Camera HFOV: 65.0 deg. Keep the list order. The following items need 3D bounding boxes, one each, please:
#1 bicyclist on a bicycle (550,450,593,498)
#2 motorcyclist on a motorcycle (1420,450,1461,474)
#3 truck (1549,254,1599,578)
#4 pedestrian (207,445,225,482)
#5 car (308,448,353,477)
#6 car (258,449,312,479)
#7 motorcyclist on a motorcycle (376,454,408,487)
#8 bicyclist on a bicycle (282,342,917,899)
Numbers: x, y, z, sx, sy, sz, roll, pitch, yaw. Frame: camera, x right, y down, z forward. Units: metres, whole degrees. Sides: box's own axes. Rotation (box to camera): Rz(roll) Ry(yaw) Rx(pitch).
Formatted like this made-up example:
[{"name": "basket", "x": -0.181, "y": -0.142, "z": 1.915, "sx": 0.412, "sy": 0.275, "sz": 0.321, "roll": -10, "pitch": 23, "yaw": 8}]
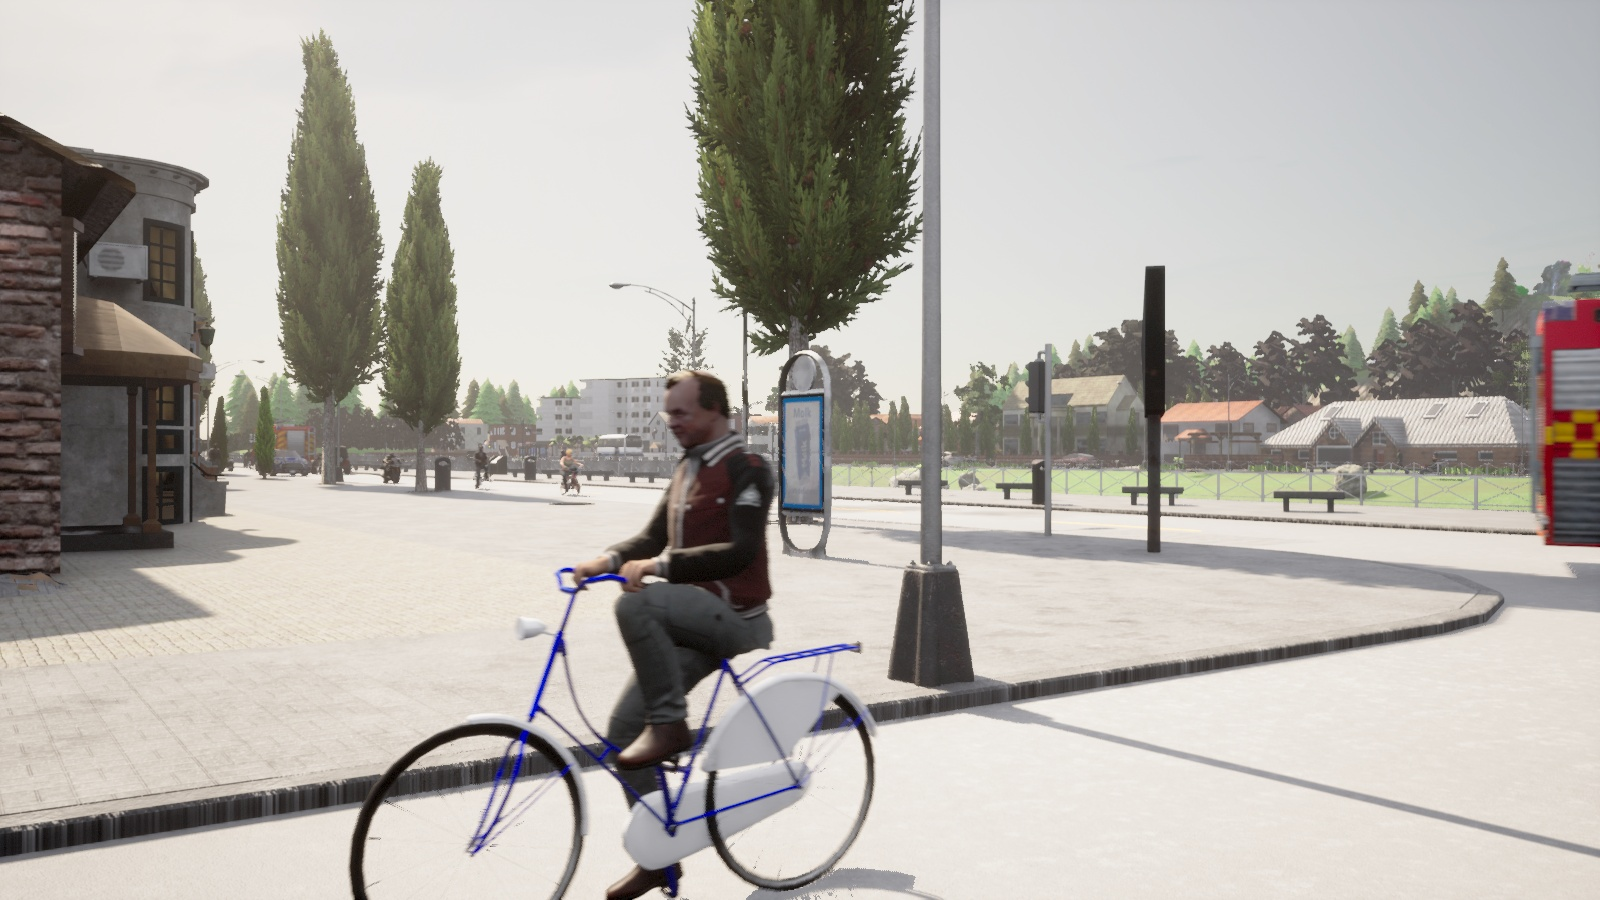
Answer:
[{"name": "bicyclist on a bicycle", "x": -7.807, "y": 0.800, "z": 42.846, "sx": 0.866, "sy": 1.612, "sz": 1.509, "roll": 0, "pitch": 0, "yaw": -35}, {"name": "motorcyclist on a motorcycle", "x": 43.140, "y": 0.798, "z": 84.571, "sx": 0.766, "sy": 1.649, "sz": 2.350, "roll": 0, "pitch": 0, "yaw": -35}, {"name": "truck", "x": 13.523, "y": -0.417, "z": 14.270, "sx": 8.468, "sy": 3.827, "sz": 2.891, "roll": 0, "pitch": 0, "yaw": 28}, {"name": "pedestrian", "x": -29.902, "y": 0.673, "z": 64.284, "sx": 0.563, "sy": 1.883, "sz": 0.849, "roll": 0, "pitch": 0, "yaw": -43}, {"name": "car", "x": -31.194, "y": 0.808, "z": 83.395, "sx": 1.905, "sy": 1.878, "sz": 3.866, "roll": 0, "pitch": 0, "yaw": -35}, {"name": "car", "x": -31.577, "y": 0.856, "z": 76.951, "sx": 2.097, "sy": 1.767, "sz": 4.553, "roll": 0, "pitch": 0, "yaw": -35}, {"name": "motorcyclist on a motorcycle", "x": -19.264, "y": 0.963, "z": 59.285, "sx": 0.866, "sy": 1.530, "sz": 2.191, "roll": 0, "pitch": 0, "yaw": -35}, {"name": "bicyclist on a bicycle", "x": -0.555, "y": 0.626, "z": 3.899, "sx": 1.843, "sy": 1.776, "sz": 0.659, "roll": 0, "pitch": 0, "yaw": -35}]
